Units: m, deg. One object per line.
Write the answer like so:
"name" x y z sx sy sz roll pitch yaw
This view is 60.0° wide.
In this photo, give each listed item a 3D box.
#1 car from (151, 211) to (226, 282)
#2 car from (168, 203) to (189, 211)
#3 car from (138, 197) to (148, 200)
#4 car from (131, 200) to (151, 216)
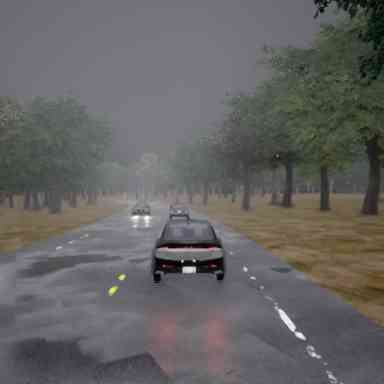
"car" -0.119 1.552 9.919 2.128 1.511 4.902 0 0 -1
"car" -1.282 1.775 31.279 2.033 1.411 5.357 0 -1 -5
"car" -11.368 2.005 77.055 2.097 1.767 4.553 0 -1 -11
"car" -5.415 1.835 35.943 1.994 1.385 4.181 0 -1 -5
